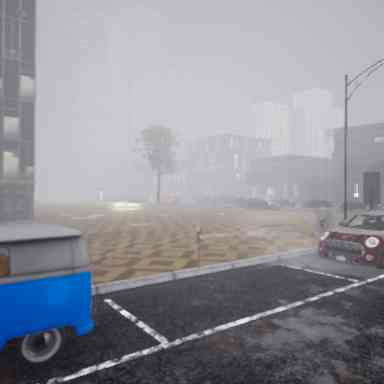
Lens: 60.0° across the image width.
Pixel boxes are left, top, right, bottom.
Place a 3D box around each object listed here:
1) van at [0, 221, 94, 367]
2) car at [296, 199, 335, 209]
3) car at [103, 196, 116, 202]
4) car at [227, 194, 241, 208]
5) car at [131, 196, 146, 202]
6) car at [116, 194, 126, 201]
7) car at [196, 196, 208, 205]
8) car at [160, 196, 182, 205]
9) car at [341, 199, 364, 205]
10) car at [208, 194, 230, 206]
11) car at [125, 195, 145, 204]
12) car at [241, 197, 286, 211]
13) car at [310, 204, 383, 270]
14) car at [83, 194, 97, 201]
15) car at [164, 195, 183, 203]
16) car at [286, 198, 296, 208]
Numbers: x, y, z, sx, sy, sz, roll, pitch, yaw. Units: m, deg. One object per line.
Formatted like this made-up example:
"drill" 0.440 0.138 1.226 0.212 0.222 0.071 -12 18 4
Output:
"van" -3.288 1.344 4.157 3.998 1.788 1.690 0 1 -35
"car" 15.745 1.486 41.755 1.947 1.339 4.313 0 0 -35
"car" -20.302 1.659 78.845 1.947 1.339 4.313 0 0 -35
"car" 7.267 1.409 43.610 1.837 1.490 4.892 1 0 -35
"car" -13.511 1.684 83.759 1.752 1.417 4.829 0 0 -35
"car" -19.737 1.525 92.747 2.192 1.841 5.009 0 0 -35
"car" 2.431 1.467 60.835 1.967 1.590 4.097 0 0 -35
"car" -4.399 1.486 60.617 1.882 1.535 5.008 1 -1 -35
"car" 18.867 1.446 37.248 2.008 1.369 4.403 0 0 -35
"car" 5.620 1.317 56.291 2.192 1.841 5.009 0 0 -35
"car" -10.723 1.539 65.016 1.752 1.417 4.829 0 0 -35
"car" 8.041 1.299 37.706 1.967 1.590 4.097 0 0 -35
"car" 5.904 1.368 10.716 4.097 1.590 1.967 0 1 -35
"car" -26.528 1.671 87.831 1.752 1.417 4.829 0 0 -35
"car" -3.932 1.519 69.931 1.967 1.590 4.097 0 0 -35
"car" 12.624 1.527 46.259 1.802 1.307 4.206 0 0 -35
